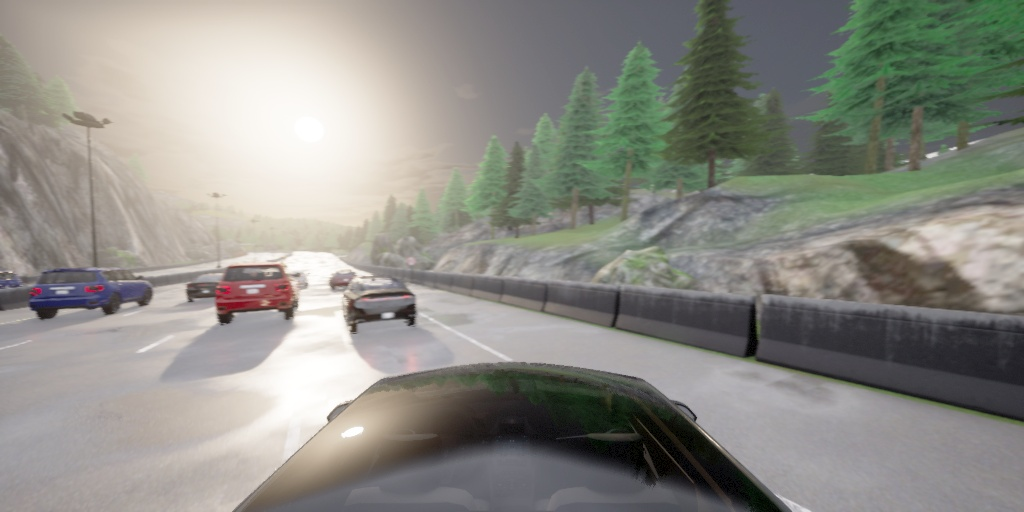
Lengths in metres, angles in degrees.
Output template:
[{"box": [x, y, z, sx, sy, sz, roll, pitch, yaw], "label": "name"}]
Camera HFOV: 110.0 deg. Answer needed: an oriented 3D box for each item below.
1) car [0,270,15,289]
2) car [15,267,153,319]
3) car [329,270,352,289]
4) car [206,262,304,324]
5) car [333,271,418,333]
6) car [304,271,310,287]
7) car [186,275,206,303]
[{"box": [-34.155, 1.974, 22.654, 2.150, 2.045, 5.566, -2, 0, -28], "label": "car"}, {"box": [-18.844, 1.542, 16.397, 2.150, 2.045, 5.566, -2, 0, -28], "label": "car"}, {"box": [-13.049, 1.744, 27.900, 1.994, 1.385, 4.181, -2, 0, -28], "label": "car"}, {"box": [-9.588, 1.271, 13.890, 2.150, 2.045, 5.566, -2, 0, -28], "label": "car"}, {"box": [-4.399, 1.389, 11.590, 2.128, 1.511, 4.902, -2, 0, -28], "label": "car"}, {"box": [-18.136, 1.855, 30.021, 1.812, 1.442, 4.674, -2, 0, -28], "label": "car"}, {"box": [-17.445, 1.767, 21.249, 1.882, 1.535, 5.008, -2, 0, -28], "label": "car"}]
